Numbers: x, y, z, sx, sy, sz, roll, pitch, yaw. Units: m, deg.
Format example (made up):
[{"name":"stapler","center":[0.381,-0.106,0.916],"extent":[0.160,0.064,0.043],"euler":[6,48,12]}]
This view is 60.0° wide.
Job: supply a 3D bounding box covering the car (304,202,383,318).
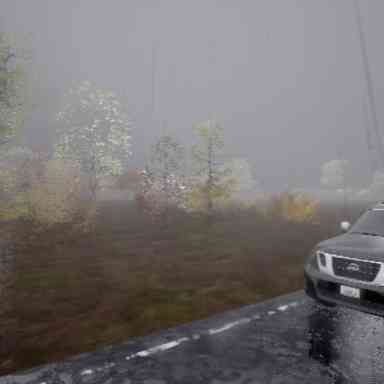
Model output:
[{"name":"car","center":[4.688,1.218,6.927],"extent":[5.566,2.045,2.150],"euler":[0,0,-37]}]
